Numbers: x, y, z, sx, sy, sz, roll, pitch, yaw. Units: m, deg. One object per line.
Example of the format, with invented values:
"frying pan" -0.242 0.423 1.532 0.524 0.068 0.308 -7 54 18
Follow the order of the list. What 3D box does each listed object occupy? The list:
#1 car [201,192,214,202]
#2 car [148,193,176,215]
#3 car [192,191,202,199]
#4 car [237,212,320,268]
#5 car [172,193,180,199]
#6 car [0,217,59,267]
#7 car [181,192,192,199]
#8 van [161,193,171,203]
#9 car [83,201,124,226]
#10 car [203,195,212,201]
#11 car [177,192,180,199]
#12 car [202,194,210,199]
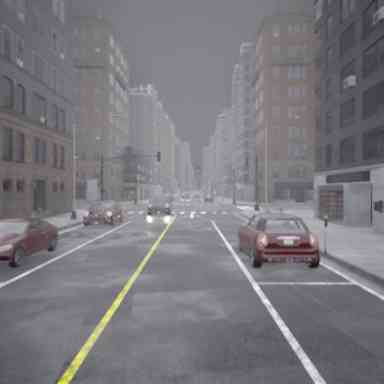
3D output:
"car" 3.322 1.237 66.140 1.967 1.590 4.097 0 0 1
"car" -3.010 1.237 32.118 2.097 1.767 4.553 0 0 0
"car" 1.189 1.240 90.872 2.128 1.511 4.902 0 0 1
"car" 2.664 1.397 11.117 1.967 1.590 4.097 0 0 0
"car" -4.605 1.175 93.930 1.967 1.590 4.097 0 0 1
"car" -5.861 1.540 11.123 1.802 1.307 4.206 0 0 0
"car" -1.833 1.296 89.917 1.994 1.385 4.181 0 0 1
"van" -5.202 1.137 66.318 1.690 1.788 3.998 0 0 1
"car" -5.865 1.360 22.433 1.967 1.590 4.097 0 0 0
"car" 3.561 1.354 77.187 1.802 1.307 4.206 0 0 1
"car" -4.844 1.310 82.886 2.008 1.369 4.403 0 0 1
"car" 3.919 1.301 93.759 1.947 1.339 4.313 0 0 1
